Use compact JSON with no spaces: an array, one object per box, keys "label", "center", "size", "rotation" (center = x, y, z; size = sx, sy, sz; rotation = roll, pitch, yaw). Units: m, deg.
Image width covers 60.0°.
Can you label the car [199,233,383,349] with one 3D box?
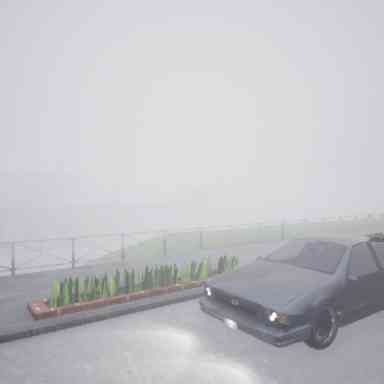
[{"label":"car","center":[2.739,1.549,6.428],"size":[5.357,1.411,2.033],"rotation":[0,0,-35]}]
